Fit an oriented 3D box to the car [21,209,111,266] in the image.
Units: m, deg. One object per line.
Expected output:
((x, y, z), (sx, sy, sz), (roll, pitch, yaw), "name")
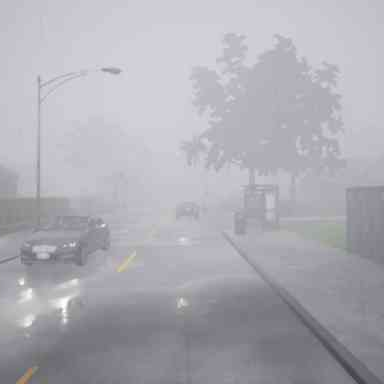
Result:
((-4.279, 1.593, 11.994), (2.128, 1.511, 4.902), (0, -1, 0), "car")

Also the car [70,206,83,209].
((-13.452, 1.628, 32.517), (5.357, 1.415, 2.033), (0, 0, 2), "car")

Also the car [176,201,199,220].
((-0.447, 1.611, 31.536), (2.097, 1.767, 4.553), (0, 0, -1), "car")
